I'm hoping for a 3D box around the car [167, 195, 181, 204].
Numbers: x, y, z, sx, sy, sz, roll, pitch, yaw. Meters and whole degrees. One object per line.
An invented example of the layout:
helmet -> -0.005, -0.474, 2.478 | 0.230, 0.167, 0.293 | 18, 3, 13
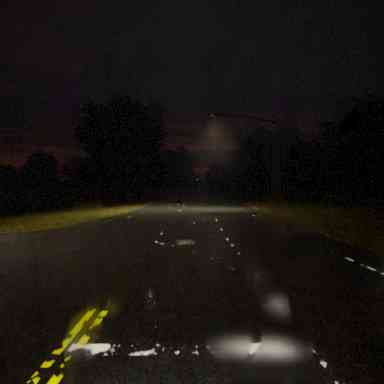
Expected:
car -> -2.701, 1.143, 50.610 | 1.994, 1.385, 4.181 | 0, 1, 2
